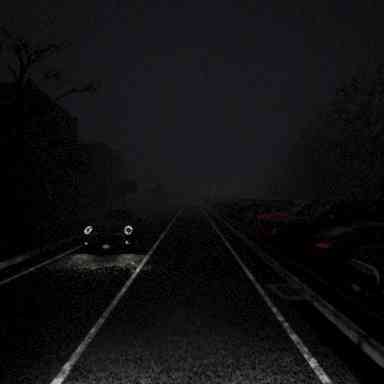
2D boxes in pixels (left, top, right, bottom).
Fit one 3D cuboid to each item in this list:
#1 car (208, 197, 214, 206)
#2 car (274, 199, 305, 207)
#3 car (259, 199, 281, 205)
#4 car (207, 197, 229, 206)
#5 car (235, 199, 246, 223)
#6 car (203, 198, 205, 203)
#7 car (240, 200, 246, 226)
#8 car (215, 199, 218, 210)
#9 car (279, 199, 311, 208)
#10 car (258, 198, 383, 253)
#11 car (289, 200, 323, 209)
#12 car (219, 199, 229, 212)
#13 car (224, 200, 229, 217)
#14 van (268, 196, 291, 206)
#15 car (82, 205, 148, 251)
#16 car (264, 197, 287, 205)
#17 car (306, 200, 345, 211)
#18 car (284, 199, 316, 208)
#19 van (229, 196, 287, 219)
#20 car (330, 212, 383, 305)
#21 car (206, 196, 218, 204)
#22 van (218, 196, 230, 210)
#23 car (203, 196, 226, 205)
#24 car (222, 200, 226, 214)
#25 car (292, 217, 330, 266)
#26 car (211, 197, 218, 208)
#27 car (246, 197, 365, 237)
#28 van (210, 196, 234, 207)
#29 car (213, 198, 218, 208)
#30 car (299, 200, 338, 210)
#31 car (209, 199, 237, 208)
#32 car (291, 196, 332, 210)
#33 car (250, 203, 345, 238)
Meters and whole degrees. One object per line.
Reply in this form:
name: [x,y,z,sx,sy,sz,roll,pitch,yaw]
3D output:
car: [5.608,1.966,54.694,4.892,1.521,2.231,0,-1,0]
car: [18.495,2.061,63.224,5.366,1.575,1.946,0,-1,0]
car: [18.676,2.312,79.928,4.674,1.452,2.002,0,-1,0]
car: [5.563,2.034,71.519,4.553,1.767,2.185,0,-1,0]
car: [5.686,1.566,23.867,4.553,1.767,2.185,0,0,0]
car: [5.622,1.944,74.322,5.566,2.045,2.435,0,-1,0]
car: [5.627,1.543,21.064,4.553,1.767,2.185,0,0,0]
car: [5.661,1.861,40.685,4.792,1.488,2.163,0,0,0]
car: [18.679,2.031,60.438,5.008,1.535,2.097,0,-1,0]
car: [5.642,1.347,12.656,5.566,2.045,2.435,0,0,0]
car: [18.721,1.997,54.868,4.792,1.488,2.163,0,-1,0]
car: [5.610,1.814,35.079,4.792,1.488,2.163,0,0,0]
car: [5.642,1.738,29.473,5.008,1.535,2.097,0,0,0]
van: [18.790,1.934,71.583,4.442,1.987,1.878,0,-1,0]
car: [-3.250,1.492,14.807,2.097,1.767,4.553,0,0,0]
car: [18.642,2.069,74.362,4.553,1.767,2.185,0,-1,0]
car: [18.701,1.923,46.637,4.674,1.452,2.002,0,-1,0]
car: [18.659,2.029,57.652,4.792,1.488,2.163,0,-1,0]
van: [5.534,1.489,26.671,4.442,1.987,1.878,0,0,0]
car: [5.709,1.426,7.048,4.553,1.767,2.185,0,0,0]
car: [5.637,1.746,57.504,5.566,2.045,2.435,0,-1,0]
van: [5.519,1.582,37.884,4.442,1.987,1.878,0,0,0]
car: [5.624,2.065,82.731,5.566,2.045,2.435,0,-1,0]
car: [5.614,1.791,32.275,4.792,1.488,2.163,0,0,0]
car: [5.671,1.615,9.850,4.674,1.452,2.002,0,0,0]
car: [5.619,1.879,46.288,5.008,1.535,2.097,0,0,0]
car: [5.638,1.370,15.459,5.566,2.045,2.435,0,0,0]
van: [5.718,1.836,63.110,4.442,1.987,1.878,0,-1,0]
car: [5.813,1.852,43.489,5.366,1.575,1.946,0,0,0]
car: [18.694,1.909,49.298,5.008,1.535,2.097,0,-1,0]
car: [5.600,2.030,60.304,5.008,1.535,2.097,0,-1,0]
car: [18.668,1.686,52.088,5.566,2.045,2.435,0,-1,0]
car: [5.631,1.519,18.261,4.553,1.767,2.185,0,0,0]
